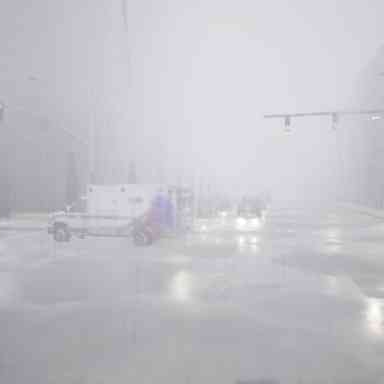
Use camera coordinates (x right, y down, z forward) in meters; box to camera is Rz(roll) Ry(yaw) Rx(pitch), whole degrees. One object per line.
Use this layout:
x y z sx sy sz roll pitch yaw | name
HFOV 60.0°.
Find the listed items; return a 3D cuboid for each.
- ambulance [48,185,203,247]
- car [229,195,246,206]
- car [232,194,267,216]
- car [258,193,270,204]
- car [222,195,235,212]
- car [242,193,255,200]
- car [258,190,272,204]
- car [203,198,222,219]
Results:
-2.993 0.933 14.292 6.366 2.431 2.351 0 1 15 | ambulance
6.610 1.142 48.096 1.812 1.442 4.674 0 1 16 | car
5.169 1.243 29.343 2.128 1.511 4.902 0 0 15 | car
7.583 1.184 38.272 1.837 1.490 4.892 0 0 15 | car
3.033 1.286 34.882 1.994 1.385 4.181 0 0 15 | car
10.642 0.811 62.667 1.895 1.301 4.718 0 0 15 | car
11.281 0.781 51.925 2.150 2.045 5.566 0 2 15 | car
0.844 1.351 26.763 1.994 1.385 4.181 0 0 15 | car
